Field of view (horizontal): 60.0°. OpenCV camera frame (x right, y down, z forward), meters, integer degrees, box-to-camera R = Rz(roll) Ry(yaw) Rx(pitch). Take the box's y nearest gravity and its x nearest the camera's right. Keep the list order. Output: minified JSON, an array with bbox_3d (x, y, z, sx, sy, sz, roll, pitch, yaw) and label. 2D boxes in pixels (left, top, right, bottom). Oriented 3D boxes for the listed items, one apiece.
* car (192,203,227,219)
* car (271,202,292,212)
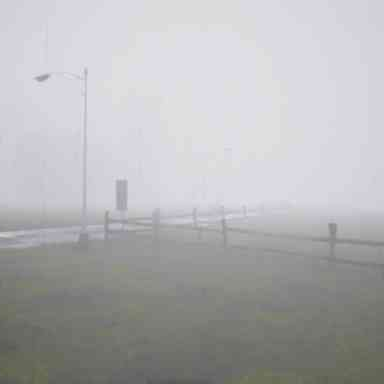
[{"bbox_3d":[1.901,1.903,34.035,1.812,1.442,4.674,0,-1,35],"label":"car"},{"bbox_3d":[13.506,2.188,50.238,2.128,1.511,4.902,0,-1,35],"label":"car"}]
